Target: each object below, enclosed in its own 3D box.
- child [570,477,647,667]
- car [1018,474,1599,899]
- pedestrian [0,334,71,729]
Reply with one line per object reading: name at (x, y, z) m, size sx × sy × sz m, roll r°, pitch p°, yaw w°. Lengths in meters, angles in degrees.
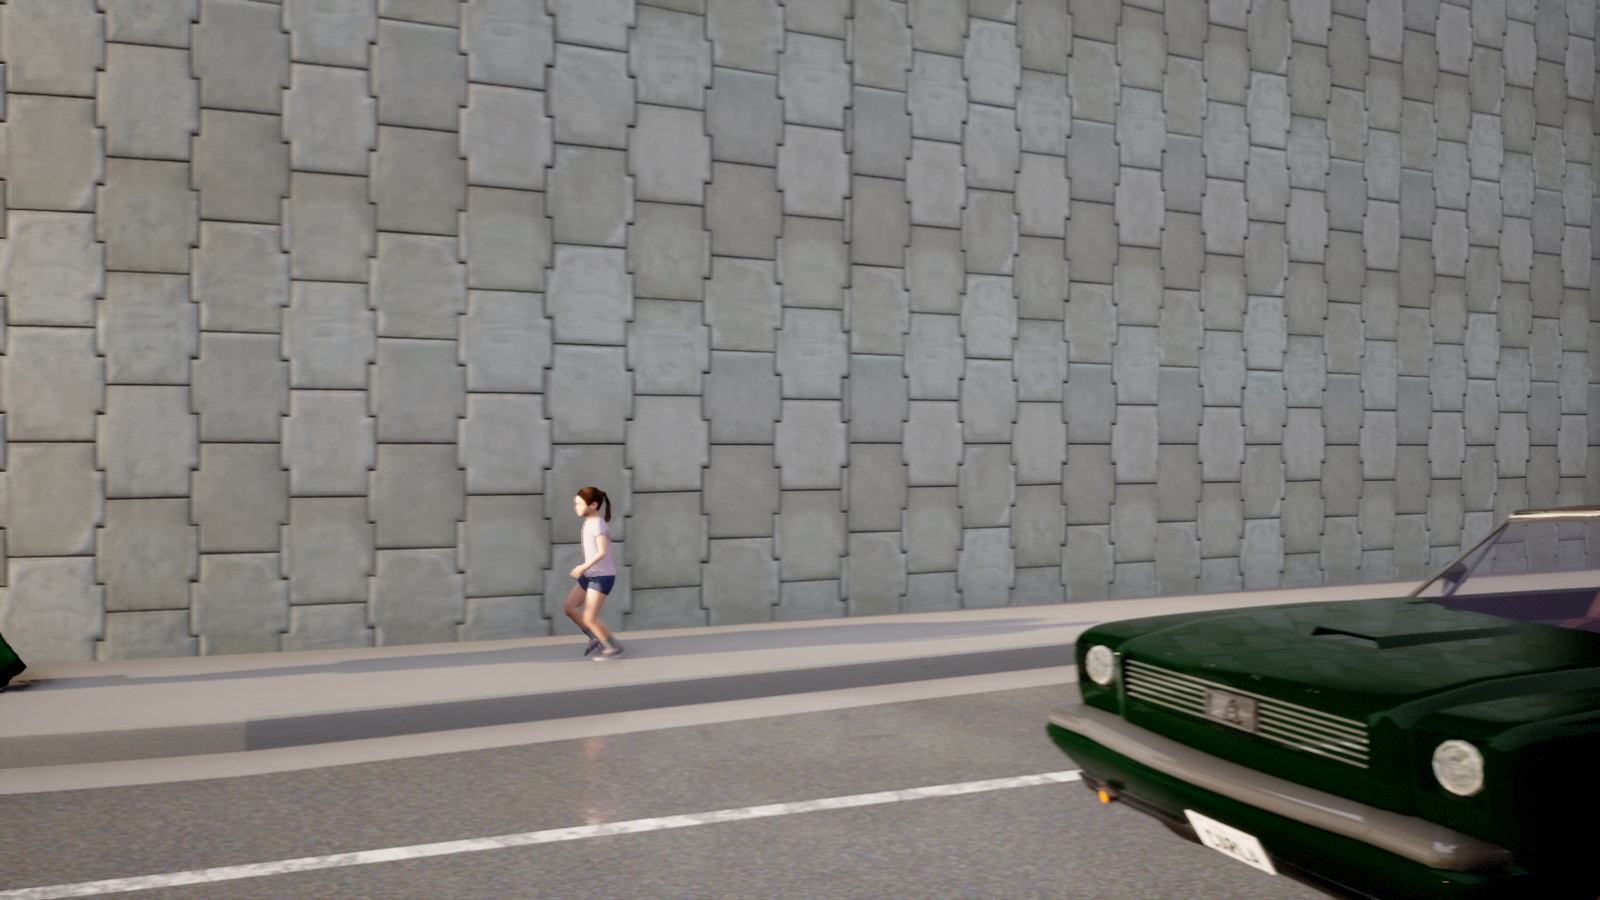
child at (-1.162, 0.725, 7.609) m, size 0.394 × 1.110 × 0.255 m, roll -1°, pitch 1°, yaw -23°
car at (3.335, 0.782, 4.595) m, size 4.718 × 1.301 × 1.895 m, roll -1°, pitch 1°, yaw -23°
pedestrian at (-4.302, 0.403, 6.416) m, size 0.873 × 1.952 × 0.659 m, roll -1°, pitch 1°, yaw -21°
